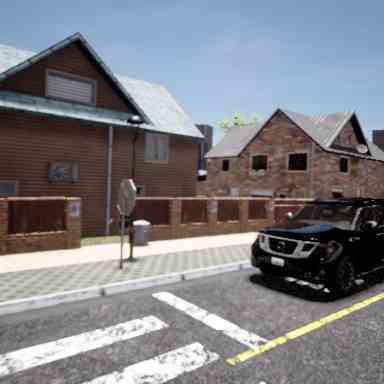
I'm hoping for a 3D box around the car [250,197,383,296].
[{"bbox_3d":[4.027,1.197,9.024,5.566,2.045,2.150,1,2,-39],"label":"car"}]
